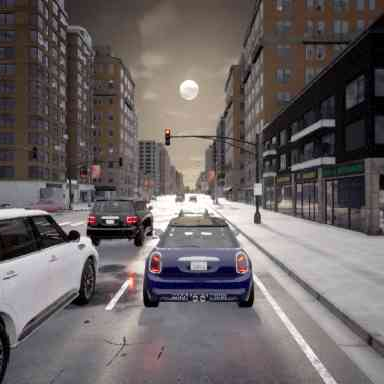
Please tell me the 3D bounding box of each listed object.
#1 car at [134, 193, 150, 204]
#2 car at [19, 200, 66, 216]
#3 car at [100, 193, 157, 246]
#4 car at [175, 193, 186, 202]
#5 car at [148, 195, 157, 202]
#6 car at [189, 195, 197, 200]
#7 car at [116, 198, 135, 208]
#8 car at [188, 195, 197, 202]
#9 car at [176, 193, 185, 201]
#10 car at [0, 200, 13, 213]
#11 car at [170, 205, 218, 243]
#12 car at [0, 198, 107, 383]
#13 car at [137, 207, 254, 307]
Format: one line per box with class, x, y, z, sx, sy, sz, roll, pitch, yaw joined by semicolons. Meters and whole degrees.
car;-9.572;1.251;64.350;2.150;2.045;5.566;0;0;1
car;-15.123;1.579;33.834;4.181;1.385;1.994;0;0;-23
car;-3.100;1.224;15.308;2.150;2.045;5.566;0;0;0
car;-2.985;1.583;77.783;2.033;1.411;5.357;0;0;0
car;-9.478;1.522;80.062;1.812;1.442;4.674;0;0;0
car;0.300;1.496;88.193;1.994;1.385;4.181;0;0;0
car;-9.686;1.620;48.651;1.895;1.301;4.718;0;0;0
car;0.267;1.568;78.185;1.812;1.442;4.674;0;0;0
car;-2.950;1.168;88.235;2.150;2.045;5.566;0;0;0
car;-22.028;1.596;36.027;4.313;1.339;1.947;0;0;0
car;0.113;1.494;17.182;2.128;1.511;4.902;0;0;1
car;-3.140;1.222;4.955;2.150;2.045;5.566;0;0;1
car;0.125;1.353;8.113;2.097;1.767;4.553;0;0;0
